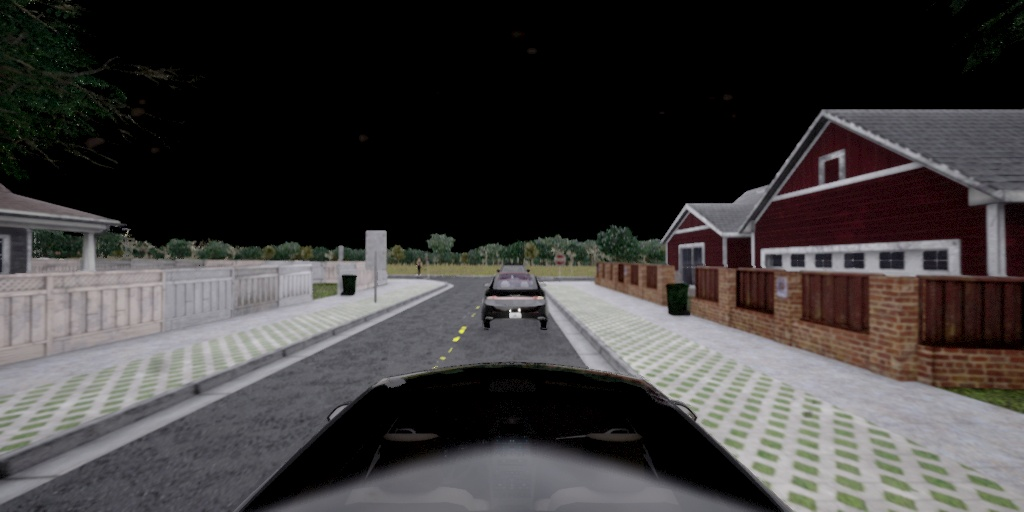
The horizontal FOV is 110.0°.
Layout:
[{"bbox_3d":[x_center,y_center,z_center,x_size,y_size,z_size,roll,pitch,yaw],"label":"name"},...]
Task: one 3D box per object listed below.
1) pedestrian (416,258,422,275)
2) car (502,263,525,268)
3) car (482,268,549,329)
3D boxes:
[{"bbox_3d":[-9.712,1.073,37.446,0.375,1.860,0.375,0,-2,0],"label":"pedestrian"},{"bbox_3d":[0.076,1.251,22.625,2.097,1.767,4.553,0,-1,0],"label":"car"},{"bbox_3d":[0.092,1.312,11.571,2.128,1.511,4.902,0,0,0],"label":"car"}]
